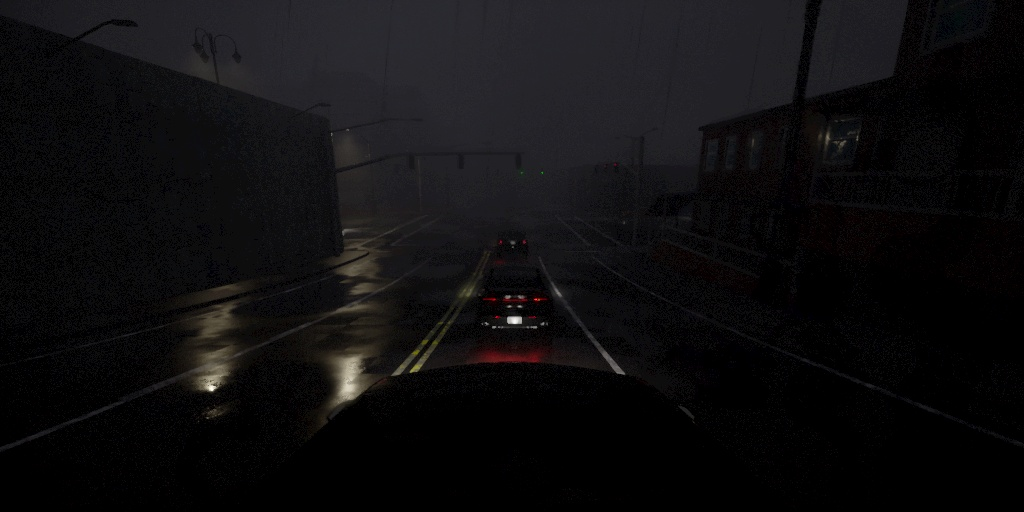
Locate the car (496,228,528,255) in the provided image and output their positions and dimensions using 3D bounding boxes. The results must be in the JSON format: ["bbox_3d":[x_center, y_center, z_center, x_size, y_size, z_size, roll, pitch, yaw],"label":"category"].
[{"bbox_3d":[-0.026,-1.242,25.636,2.097,1.767,4.553,0,11,-2],"label":"car"}]

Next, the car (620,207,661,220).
[{"bbox_3d":[16.482,-5.543,45.994,5.008,1.535,1.882,0,12,0],"label":"car"}]

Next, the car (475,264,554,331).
[{"bbox_3d":[0.077,0.963,9.994,1.837,1.490,4.892,0,4,0],"label":"car"}]
